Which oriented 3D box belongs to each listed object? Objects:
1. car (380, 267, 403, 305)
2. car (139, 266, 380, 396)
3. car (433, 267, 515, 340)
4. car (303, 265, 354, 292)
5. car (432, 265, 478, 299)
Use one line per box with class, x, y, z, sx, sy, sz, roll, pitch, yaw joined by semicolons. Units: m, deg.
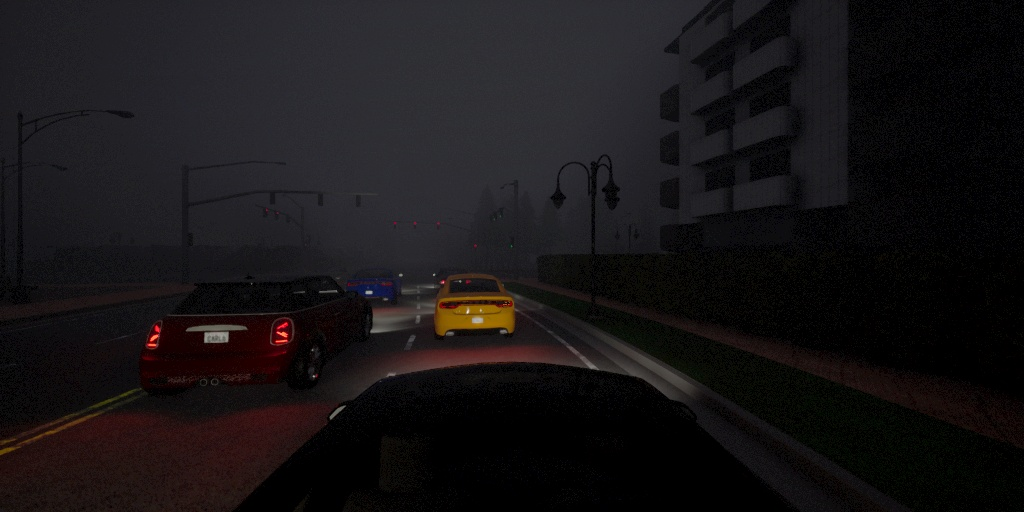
car;-5.976;1.228;15.939;1.882;1.535;5.008;0;0;-14
car;-4.214;1.102;6.878;2.097;1.767;4.553;0;0;-8
car;-1.161;1.228;10.121;1.882;1.535;5.008;0;0;-10
car;-11.312;1.315;22.468;1.994;1.385;4.181;0;0;-15
car;-3.289;1.297;19.713;2.033;1.411;5.357;0;0;-14
